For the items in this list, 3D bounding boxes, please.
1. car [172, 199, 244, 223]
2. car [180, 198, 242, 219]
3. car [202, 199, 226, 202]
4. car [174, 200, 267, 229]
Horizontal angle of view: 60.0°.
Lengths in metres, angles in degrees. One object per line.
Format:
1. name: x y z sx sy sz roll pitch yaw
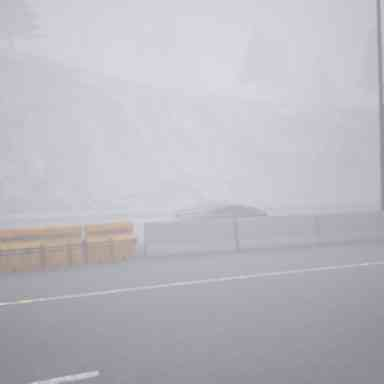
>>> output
1. car: 1.169 1.365 24.799 5.008 1.535 1.882 -2 0 -14
2. car: 1.566 1.354 28.488 4.902 1.511 2.128 -2 0 -14
3. car: 1.657 1.362 21.326 5.008 1.535 1.882 -2 0 -14
4. car: 1.650 1.401 17.712 4.892 1.490 1.837 -2 0 -14
